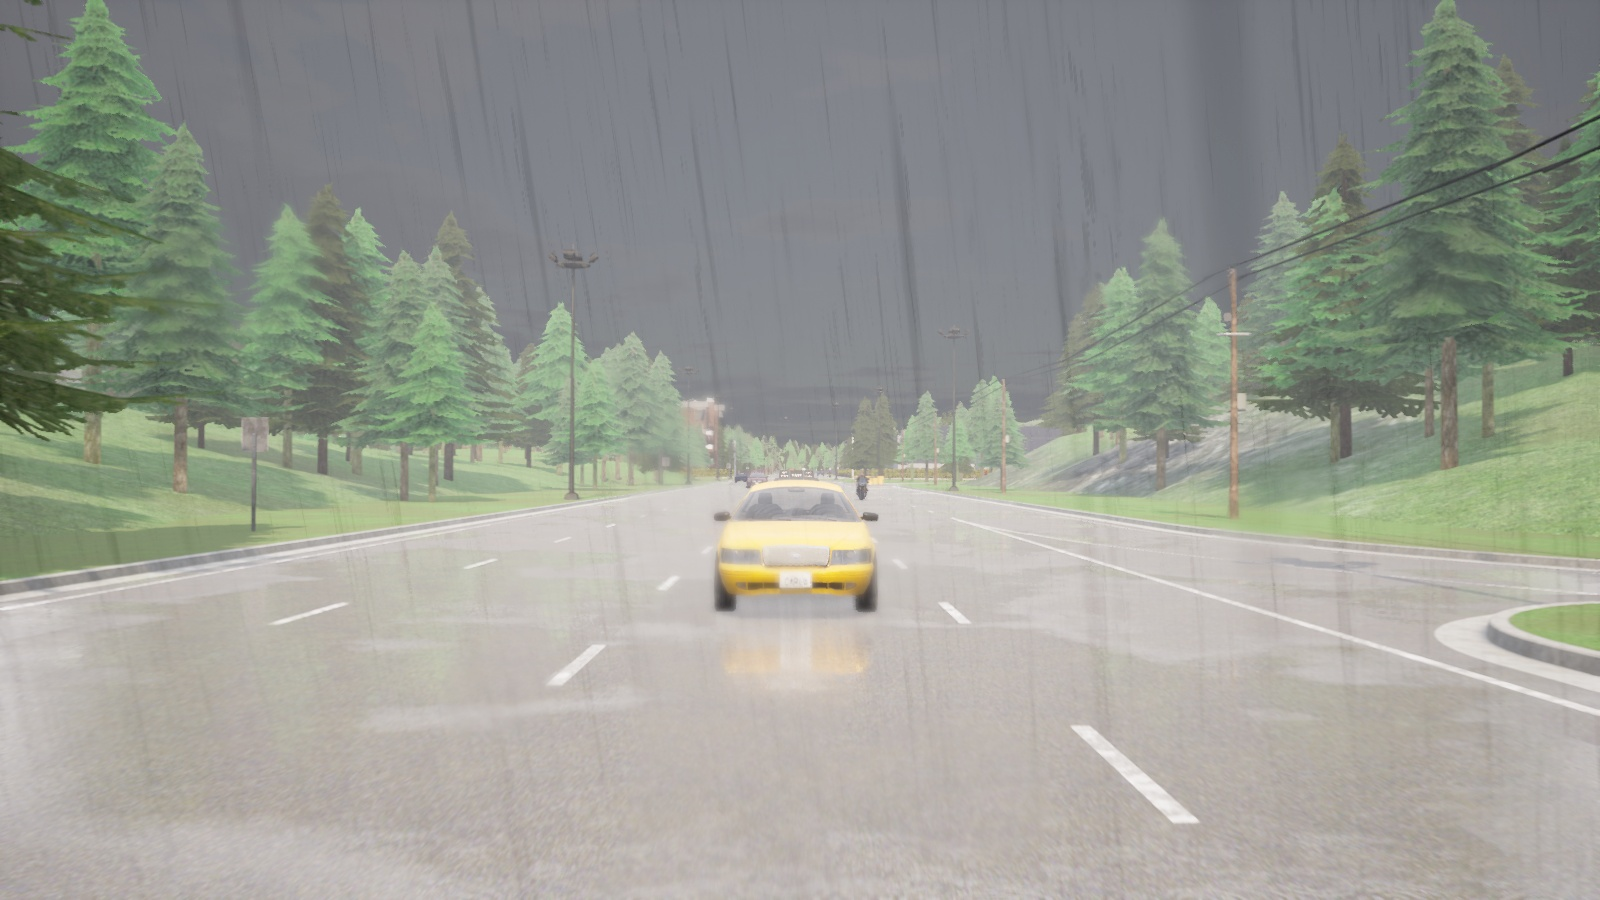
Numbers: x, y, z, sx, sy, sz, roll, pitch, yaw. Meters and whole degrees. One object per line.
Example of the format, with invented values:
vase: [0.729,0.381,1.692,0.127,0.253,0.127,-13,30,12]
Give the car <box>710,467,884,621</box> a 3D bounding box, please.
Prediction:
car: [-0.038,1.016,15.669,1.801,1.575,5.366,0,-1,0]

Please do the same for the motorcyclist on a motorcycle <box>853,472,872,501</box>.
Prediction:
motorcyclist on a motorcycle: [3.337,1.961,67.172,0.866,1.530,2.191,0,-1,0]
